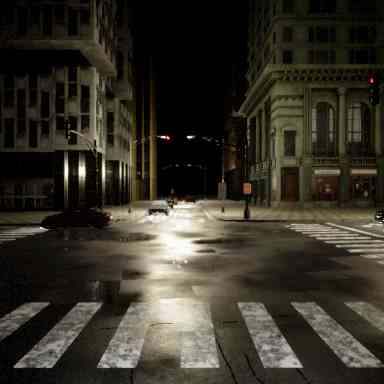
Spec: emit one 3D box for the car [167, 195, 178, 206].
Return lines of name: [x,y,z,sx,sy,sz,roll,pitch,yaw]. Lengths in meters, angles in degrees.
car: [-3.291,1.458,43.506,2.128,1.511,4.902,0,0,0]

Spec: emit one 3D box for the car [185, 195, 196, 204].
car: [-0.256,1.451,63.866,1.812,1.442,4.674,0,0,0]

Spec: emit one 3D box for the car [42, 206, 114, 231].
car: [-6.976,1.601,20.520,4.181,1.385,1.994,-1,0,0]

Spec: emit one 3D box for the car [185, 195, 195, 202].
car: [-0.424,1.453,73.678,1.994,1.385,4.181,0,0,0]

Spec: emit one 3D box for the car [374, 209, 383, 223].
car: [13.917,1.275,20.558,4.892,1.490,1.837,-1,0,0]

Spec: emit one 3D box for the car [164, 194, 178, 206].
car: [-3.361,1.299,53.799,2.097,1.767,4.553,0,0,0]

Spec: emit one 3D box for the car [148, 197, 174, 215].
car: [-3.214,1.528,33.590,2.033,1.411,5.357,0,0,0]
